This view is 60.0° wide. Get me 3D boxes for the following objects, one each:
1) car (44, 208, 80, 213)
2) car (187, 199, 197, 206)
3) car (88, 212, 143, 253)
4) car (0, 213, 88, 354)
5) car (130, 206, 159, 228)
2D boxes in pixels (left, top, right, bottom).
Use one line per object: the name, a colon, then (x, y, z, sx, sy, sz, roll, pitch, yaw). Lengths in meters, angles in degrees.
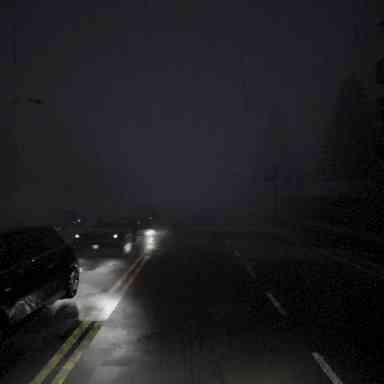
car: (-7.087, 1.674, 17.774, 1.882, 1.535, 5.008, 0, -1, 0)
car: (0.012, 2.202, 70.023, 1.812, 1.442, 4.674, 0, -1, 0)
car: (-3.592, 1.763, 14.640, 1.895, 1.301, 4.718, 0, -1, 0)
car: (-3.598, 1.416, 5.651, 2.097, 1.767, 4.553, 0, -1, 0)
car: (-3.559, 1.801, 24.951, 1.812, 1.442, 4.674, 0, -1, 0)
